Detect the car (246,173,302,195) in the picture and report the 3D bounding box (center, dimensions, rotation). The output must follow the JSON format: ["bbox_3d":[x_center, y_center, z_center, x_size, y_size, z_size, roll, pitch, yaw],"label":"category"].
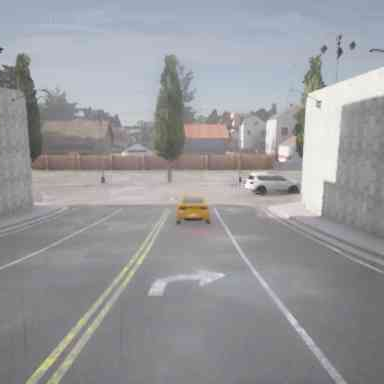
[{"bbox_3d":[8.334,-0.868,34.041,5.566,2.045,2.150,0,8,-5],"label":"car"}]

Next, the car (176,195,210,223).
[{"bbox_3d":[0.063,0.892,20.036,1.882,1.535,5.008,0,4,0],"label":"car"}]
